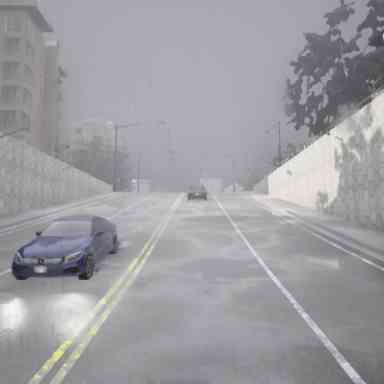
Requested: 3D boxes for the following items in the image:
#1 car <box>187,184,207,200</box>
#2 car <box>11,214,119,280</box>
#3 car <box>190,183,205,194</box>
[{"bbox_3d":[0.538,0.039,34.210,1.994,1.385,4.181,0,4,1],"label":"car"},{"bbox_3d":[-3.498,1.459,10.063,1.812,1.442,4.674,0,2,1],"label":"car"},{"bbox_3d":[0.680,-0.485,44.282,1.895,1.301,4.718,0,1,1],"label":"car"}]
